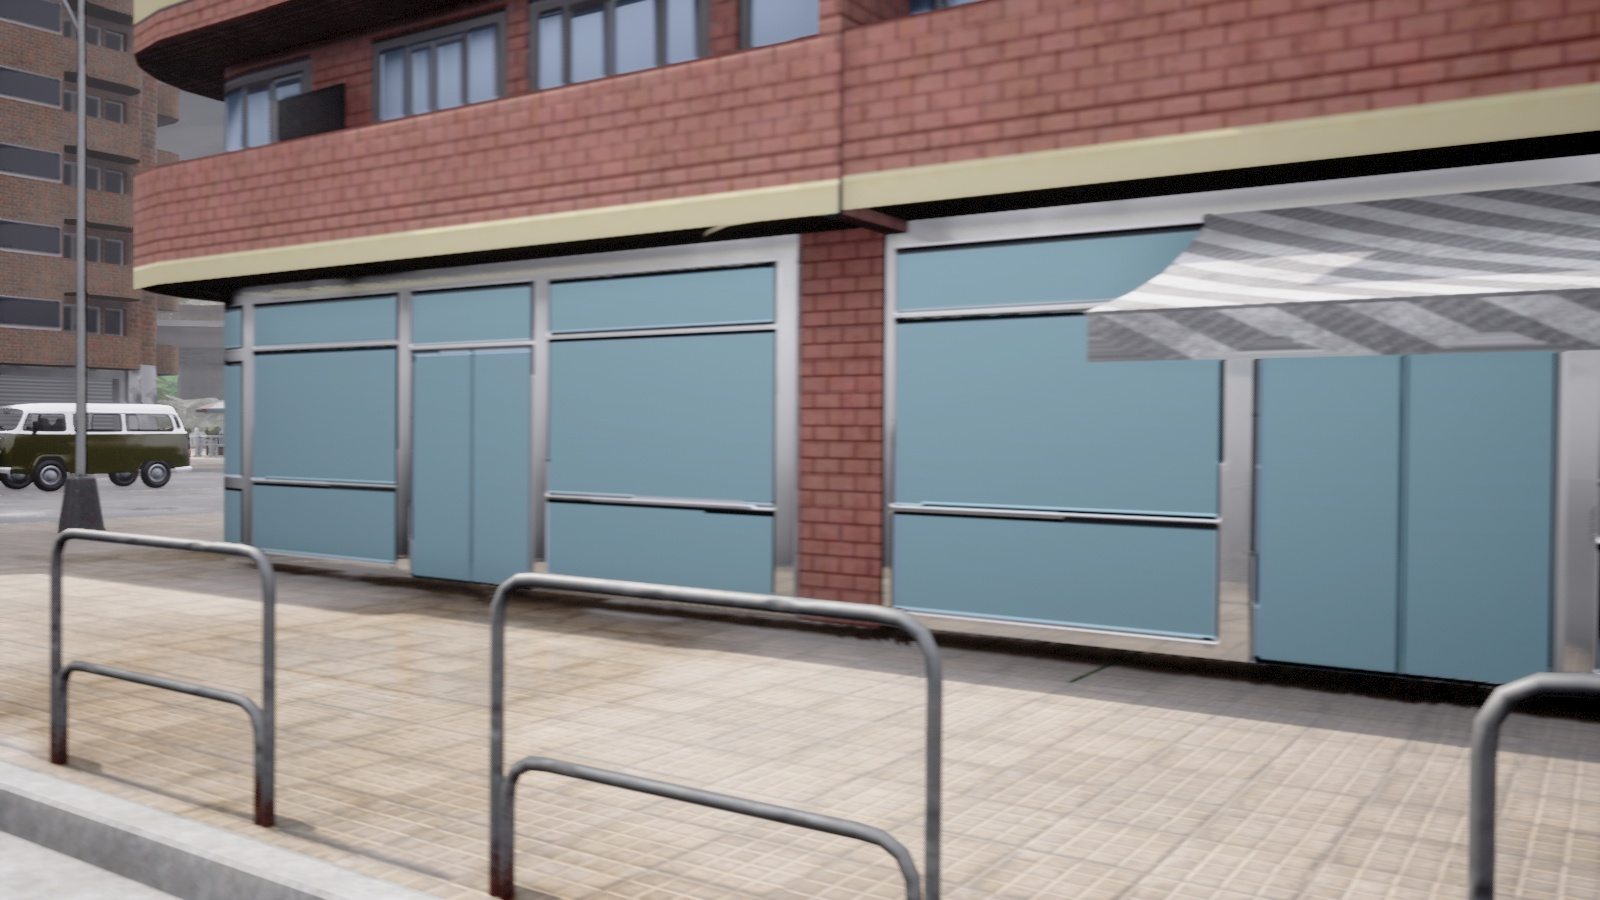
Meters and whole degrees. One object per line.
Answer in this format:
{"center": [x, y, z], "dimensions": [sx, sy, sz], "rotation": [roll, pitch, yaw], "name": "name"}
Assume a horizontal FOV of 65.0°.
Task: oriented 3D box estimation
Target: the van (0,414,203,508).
{"center": [-16.809, 0.203, 29.607], "dimensions": [2.069, 2.038, 4.480], "rotation": [0, 1, 34], "name": "van"}
